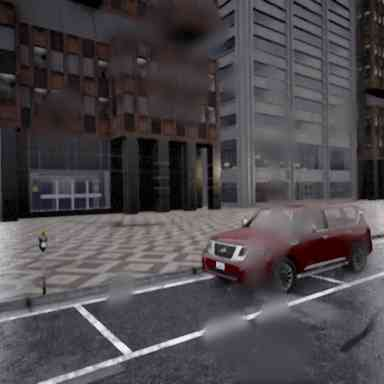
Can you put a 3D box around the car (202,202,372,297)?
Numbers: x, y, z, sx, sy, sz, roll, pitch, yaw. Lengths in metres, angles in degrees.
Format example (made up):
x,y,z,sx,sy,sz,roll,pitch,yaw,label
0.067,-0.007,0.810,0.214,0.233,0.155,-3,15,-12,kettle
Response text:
x,y,z,sx,sy,sz,roll,pitch,yaw,label
2.644,1.215,8.536,5.009,1.841,2.192,-1,0,-35,car
